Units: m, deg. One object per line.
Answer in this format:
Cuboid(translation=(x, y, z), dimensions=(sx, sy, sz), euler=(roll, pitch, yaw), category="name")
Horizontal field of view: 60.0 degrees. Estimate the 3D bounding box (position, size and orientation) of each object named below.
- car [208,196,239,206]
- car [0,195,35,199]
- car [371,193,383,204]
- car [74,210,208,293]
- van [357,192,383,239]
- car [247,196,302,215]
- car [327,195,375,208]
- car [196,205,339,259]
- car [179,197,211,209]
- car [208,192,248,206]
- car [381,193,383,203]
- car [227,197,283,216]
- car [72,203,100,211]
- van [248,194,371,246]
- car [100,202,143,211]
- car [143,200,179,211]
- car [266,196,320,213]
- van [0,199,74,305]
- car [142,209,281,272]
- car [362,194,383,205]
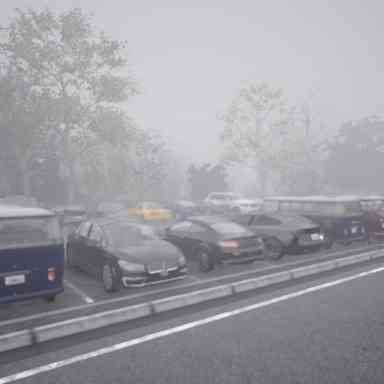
Cuboid(translation=(1.174, 1.349, 27.483), dimensions=(2.231, 1.521, 4.892), euler=(-1, 1, -36), category="car")
Cuboid(translation=(-10.107, 1.236, 19.385), dimensions=(2.435, 2.045, 5.566), euler=(-1, 0, -36), category="car")
Cuboid(translation=(28.260, 0.914, 46.861), dimensions=(2.097, 1.535, 5.008), euler=(-1, 1, -36), category="car")
Cuboid(translation=(-2.011, 1.483, 9.138), dimensions=(2.231, 1.521, 4.892), euler=(-1, 0, -36), category="car")
Cuboid(translation=(7.180, 1.147, 15.561), dimensions=(1.878, 1.987, 4.442), euler=(-1, 1, -36), category="van")
Cuboid(translation=(7.938, 1.239, 32.336), dimensions=(2.097, 1.535, 5.008), euler=(-1, 1, -36), category="car")
Cuboid(translation=(19.245, 1.088, 40.382), dimensions=(2.163, 1.488, 4.792), euler=(-1, 1, -36), category="car")
Cuboid(translation=(2.539, 1.465, 12.421), dimensions=(2.163, 1.488, 4.792), euler=(-1, 0, -36), category="car")
Cuboid(translation=(-1.086, 1.382, 25.867), dimensions=(2.097, 1.535, 5.008), euler=(-1, 0, -36), category="car")
Cuboid(translation=(3.441, 1.060, 29.077), dimensions=(2.435, 2.045, 5.566), euler=(-1, 1, -36), category="car")
Cuboid(translation=(30.516, 0.919, 48.478), dimensions=(2.002, 1.452, 4.674), euler=(-1, 1, -36), category="car")
Cuboid(translation=(5.681, 1.275, 30.721), dimensions=(2.097, 1.535, 5.008), euler=(-1, 1, -36), category="car")
Cuboid(translation=(-7.882, 1.496, 21.048), dimensions=(2.163, 1.488, 4.792), euler=(-1, 0, -36), category="car")
Cuboid(translation=(4.765, 1.178, 14.121), dimensions=(1.878, 1.987, 4.442), euler=(-1, 0, -36), category="van")
Cuboid(translation=(-5.584, 1.474, 22.619), dimensions=(2.163, 1.488, 4.792), euler=(-1, 0, -36), category="car")
Cuboid(translation=(-3.455, 1.410, 24.406), dimensions=(1.946, 1.575, 5.366), euler=(-1, 0, -36), category="car")
Cuboid(translation=(10.195, 1.204, 33.952), dimensions=(2.231, 1.521, 4.892), euler=(-1, 1, -36), category="car")
Cuboid(translation=(-4.360, 1.277, 7.593), dimensions=(1.878, 1.987, 4.442), euler=(-1, 0, -36), category="van")
Cuboid(translation=(0.274, 1.501, 10.762), dimensions=(2.002, 1.452, 4.674), euler=(-1, 0, -36), category="car")
Cuboid(translation=(26.000, 0.990, 45.247), dimensions=(2.002, 1.452, 4.674), euler=(-1, 1, -36), category="car")
